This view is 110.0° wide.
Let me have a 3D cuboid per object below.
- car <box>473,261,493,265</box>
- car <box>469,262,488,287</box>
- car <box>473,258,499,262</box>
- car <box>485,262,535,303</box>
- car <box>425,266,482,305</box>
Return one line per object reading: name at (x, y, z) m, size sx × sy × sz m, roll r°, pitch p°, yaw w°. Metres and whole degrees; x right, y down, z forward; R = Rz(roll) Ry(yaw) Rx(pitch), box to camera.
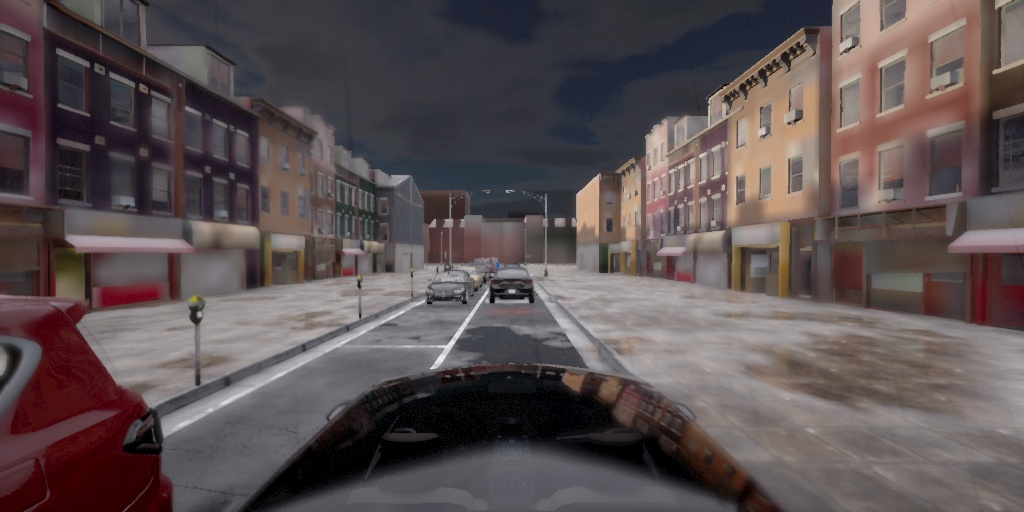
car at (-2.638, 1.316, 26.807) m, size 1.948 × 1.339 × 4.313 m, roll 0°, pitch 0°, yaw 0°
car at (-2.638, 1.273, 21.210) m, size 1.751 × 1.417 × 4.829 m, roll 0°, pitch 0°, yaw 0°
car at (-2.638, 1.067, 32.233) m, size 2.192 × 1.841 × 5.009 m, roll 0°, pitch 0°, yaw 0°
car at (0.000, 1.233, 16.501) m, size 1.882 × 1.535 × 5.008 m, roll 0°, pitch 0°, yaw 0°
car at (-2.638, 1.297, 15.953) m, size 2.007 × 1.370 × 4.403 m, roll 0°, pitch 0°, yaw 0°
